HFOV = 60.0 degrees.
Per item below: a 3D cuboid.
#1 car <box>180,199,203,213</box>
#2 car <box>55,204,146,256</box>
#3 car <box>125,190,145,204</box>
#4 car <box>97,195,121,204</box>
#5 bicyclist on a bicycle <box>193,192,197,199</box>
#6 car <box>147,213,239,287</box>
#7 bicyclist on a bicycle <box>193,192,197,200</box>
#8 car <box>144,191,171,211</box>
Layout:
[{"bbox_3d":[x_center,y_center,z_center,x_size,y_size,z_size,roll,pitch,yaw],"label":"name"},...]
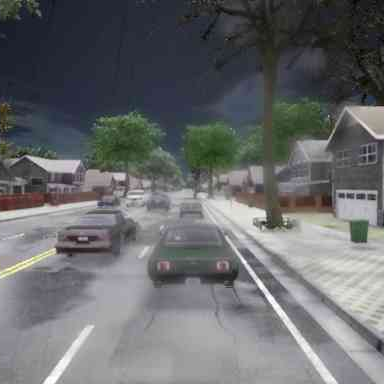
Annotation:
[{"bbox_3d":[-0.031,1.243,27.378,2.033,1.411,5.357,0,1,0],"label":"car"},{"bbox_3d":[-3.217,1.399,12.303,2.033,1.411,5.357,0,1,0],"label":"car"},{"bbox_3d":[-6.771,0.791,41.289,2.150,2.045,5.566,0,1,0],"label":"car"},{"bbox_3d":[-10.020,1.123,40.623,2.033,1.411,5.357,0,0,0],"label":"car"},{"bbox_3d":[0.650,0.814,56.913,0.659,1.776,1.843,0,1,0],"label":"bicyclist on a bicycle"},{"bbox_3d":[0.033,1.492,8.937,1.895,1.301,4.718,0,1,0],"label":"car"},{"bbox_3d":[0.607,0.811,65.915,0.866,1.612,1.509,0,0,0],"label":"bicyclist on a bicycle"},{"bbox_3d":[-3.300,0.984,34.113,2.097,1.767,4.553,0,0,0],"label":"car"}]
